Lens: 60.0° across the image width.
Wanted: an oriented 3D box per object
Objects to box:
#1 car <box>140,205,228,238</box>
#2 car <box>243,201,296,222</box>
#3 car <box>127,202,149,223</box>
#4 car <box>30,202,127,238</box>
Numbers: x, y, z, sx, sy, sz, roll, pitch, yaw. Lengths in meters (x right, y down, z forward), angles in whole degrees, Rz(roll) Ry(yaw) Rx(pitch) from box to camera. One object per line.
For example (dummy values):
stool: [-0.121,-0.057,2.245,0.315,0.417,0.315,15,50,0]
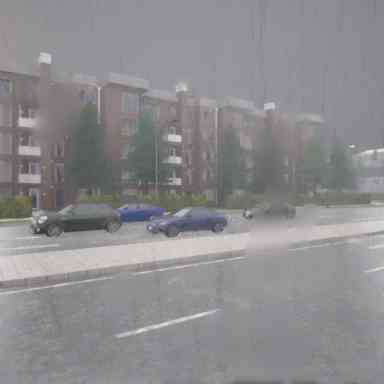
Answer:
car: [-0.148,1.526,17.813,4.674,1.442,1.812,0,0,-34]
car: [6.195,1.493,26.428,4.902,1.511,2.128,0,0,-34]
car: [-4.349,1.477,23.419,5.008,1.535,1.882,0,0,-34]
car: [-6.184,1.351,17.914,4.553,1.767,2.097,0,0,-35]
